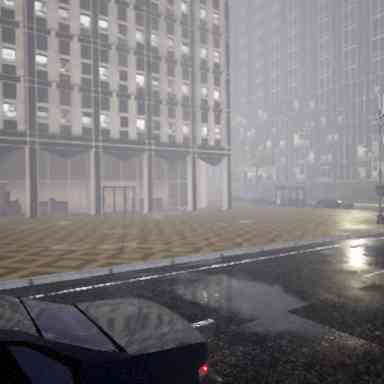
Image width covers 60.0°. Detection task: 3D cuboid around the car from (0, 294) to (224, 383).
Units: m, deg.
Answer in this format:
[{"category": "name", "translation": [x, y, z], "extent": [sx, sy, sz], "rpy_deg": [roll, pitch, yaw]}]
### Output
[{"category": "car", "translation": [-2.285, 1.548, 2.056], "extent": [5.357, 1.411, 2.033], "rpy_deg": [0, 0, -36]}]

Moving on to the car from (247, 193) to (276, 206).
[{"category": "car", "translation": [10.696, 1.304, 49.091], "extent": [1.947, 1.339, 4.313], "rpy_deg": [-1, 1, -34]}]

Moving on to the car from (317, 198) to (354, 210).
[{"category": "car", "translation": [17.050, 1.407, 39.663], "extent": [1.947, 1.339, 4.313], "rpy_deg": [-1, 1, -34]}]

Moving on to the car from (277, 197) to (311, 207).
[{"category": "car", "translation": [13.856, 1.372, 44.367], "extent": [1.802, 1.307, 4.206], "rpy_deg": [-1, 1, -34]}]

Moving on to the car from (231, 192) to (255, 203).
[{"category": "car", "translation": [8.352, 1.221, 57.248], "extent": [1.895, 1.301, 4.718], "rpy_deg": [-1, 1, -34]}]

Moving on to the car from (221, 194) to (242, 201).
[{"category": "car", "translation": [8.035, 1.025, 67.923], "extent": [1.802, 1.307, 4.206], "rpy_deg": [-1, 1, -34]}]
